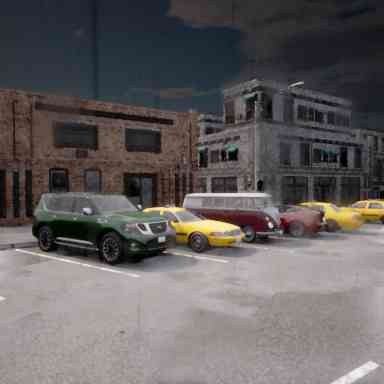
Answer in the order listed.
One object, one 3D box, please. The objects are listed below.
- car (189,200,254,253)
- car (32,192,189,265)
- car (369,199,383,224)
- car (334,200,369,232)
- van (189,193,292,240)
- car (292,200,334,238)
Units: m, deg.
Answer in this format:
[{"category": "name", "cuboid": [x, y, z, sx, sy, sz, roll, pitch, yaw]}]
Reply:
[{"category": "car", "cuboid": [-0.605, 1.266, 12.844, 5.366, 1.575, 1.946, 0, 0, 35]}, {"category": "car", "cuboid": [-3.144, 1.029, 11.254, 5.566, 2.045, 2.435, 0, 0, 35]}, {"category": "car", "cuboid": [11.139, 1.218, 21.417, 5.366, 1.575, 1.946, 0, 1, 35]}, {"category": "car", "cuboid": [6.320, 1.236, 18.081, 5.366, 1.575, 1.946, 0, 1, 35]}, {"category": "van", "cuboid": [1.751, 1.033, 14.561, 4.442, 1.987, 1.878, 0, 0, 35]}, {"category": "car", "cuboid": [4.036, 1.279, 16.315, 4.792, 1.488, 2.163, 0, 1, 35]}]
